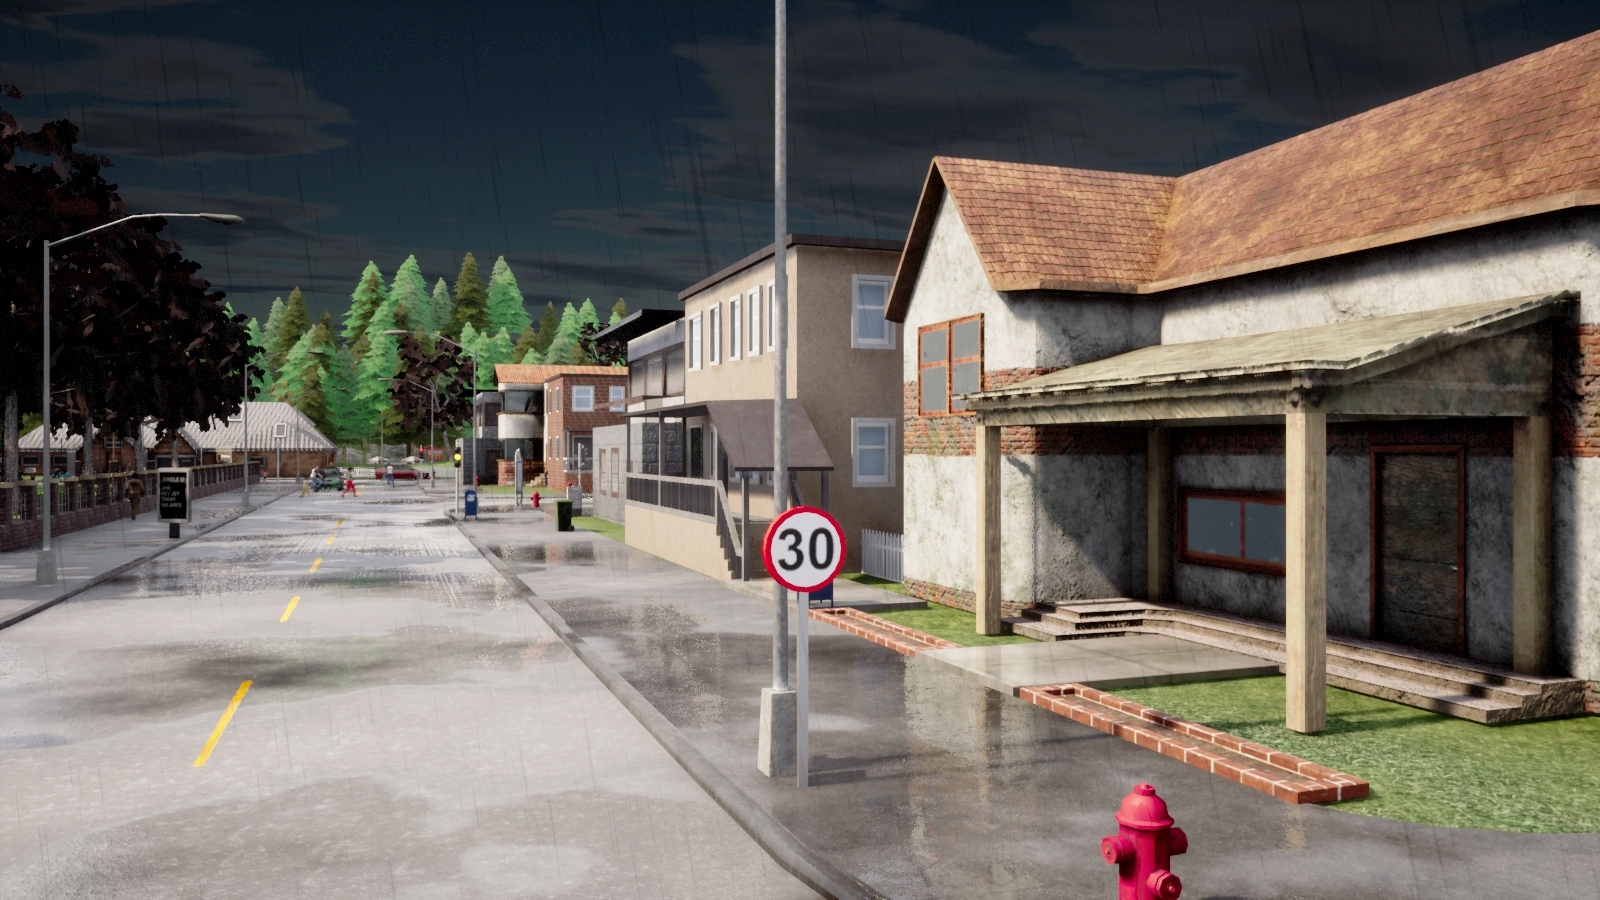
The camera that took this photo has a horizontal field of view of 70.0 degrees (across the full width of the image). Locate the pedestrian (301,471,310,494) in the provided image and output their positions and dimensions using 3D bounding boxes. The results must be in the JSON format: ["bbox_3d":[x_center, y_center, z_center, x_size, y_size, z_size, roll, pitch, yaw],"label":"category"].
[{"bbox_3d":[-28.976,1.908,66.971,0.375,1.300,0.375,0,0,1],"label":"pedestrian"}]

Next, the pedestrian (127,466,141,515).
[{"bbox_3d":[-25.315,1.525,43.438,0.375,1.860,0.375,0,0,-20],"label":"pedestrian"}]

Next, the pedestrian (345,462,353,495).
[{"bbox_3d":[-25.896,1.628,65.588,0.375,1.860,0.375,0,0,-25],"label":"pedestrian"}]
